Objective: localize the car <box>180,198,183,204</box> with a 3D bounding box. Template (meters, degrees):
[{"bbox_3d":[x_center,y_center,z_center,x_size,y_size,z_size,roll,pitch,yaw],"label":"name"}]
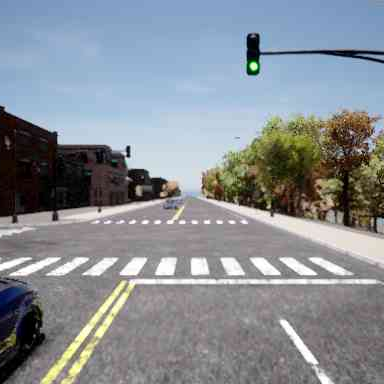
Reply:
[{"bbox_3d":[-3.406,2.276,84.674,1.882,1.535,5.008,0,-1,0],"label":"car"}]

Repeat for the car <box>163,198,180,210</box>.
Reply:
[{"bbox_3d":[-3.315,1.820,51.498,2.097,1.767,4.553,0,-1,0],"label":"car"}]

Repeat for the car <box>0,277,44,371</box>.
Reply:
[{"bbox_3d":[-3.250,1.603,3.375,1.994,1.385,4.181,0,-1,0],"label":"car"}]
